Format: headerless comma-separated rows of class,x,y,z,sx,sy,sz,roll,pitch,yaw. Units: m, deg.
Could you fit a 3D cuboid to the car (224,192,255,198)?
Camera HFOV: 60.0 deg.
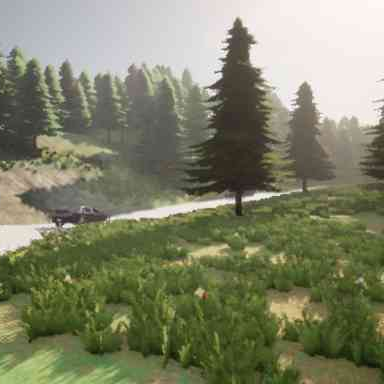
car,6.232,-0.072,43.669,5.008,1.535,1.882,-7,5,-44

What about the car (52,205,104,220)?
car,-7.383,1.705,22.800,1.837,1.490,4.892,0,-5,19
